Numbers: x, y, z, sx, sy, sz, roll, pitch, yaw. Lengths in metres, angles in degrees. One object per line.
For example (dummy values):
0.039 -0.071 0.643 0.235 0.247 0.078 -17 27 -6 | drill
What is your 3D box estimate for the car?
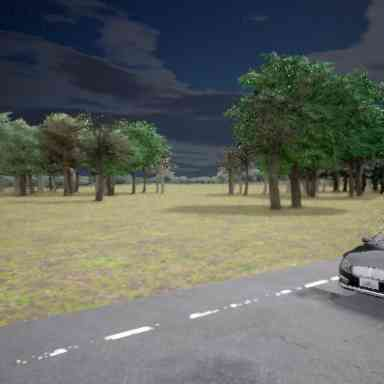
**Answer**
5.420 1.507 7.863 4.902 1.511 2.128 0 0 -36 | car
